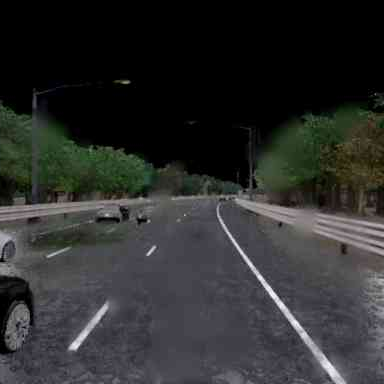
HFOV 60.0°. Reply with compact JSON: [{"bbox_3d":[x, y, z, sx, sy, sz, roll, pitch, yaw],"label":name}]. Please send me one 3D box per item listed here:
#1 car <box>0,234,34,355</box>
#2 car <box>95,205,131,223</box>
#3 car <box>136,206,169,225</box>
[{"bbox_3d":[-3.364,1.505,3.239,2.128,1.511,4.902,0,0,0],"label":"car"},{"bbox_3d":[-6.263,1.691,26.836,1.994,1.385,4.181,0,0,2],"label":"car"},{"bbox_3d":[-2.845,1.722,25.064,1.895,1.301,4.718,0,0,2],"label":"car"}]
